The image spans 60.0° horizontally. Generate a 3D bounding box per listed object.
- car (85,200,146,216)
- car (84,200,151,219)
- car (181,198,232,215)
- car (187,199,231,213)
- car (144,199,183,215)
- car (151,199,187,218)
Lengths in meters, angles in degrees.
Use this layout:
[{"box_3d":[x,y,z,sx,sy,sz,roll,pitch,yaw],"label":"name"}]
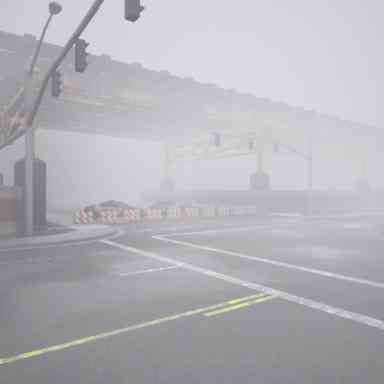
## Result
[{"box_3d":[-6.309,1.295,27.578,4.536,1.218,1.853,0,0,8],"label":"car"},{"box_3d":[-6.257,1.453,27.571,4.974,1.542,2.038,0,0,8],"label":"car"},{"box_3d":[1.400,1.453,34.013,4.974,1.542,2.038,0,0,-7],"label":"car"},{"box_3d":[1.349,1.295,34.006,4.536,1.218,1.853,0,0,-7],"label":"car"},{"box_3d":[-2.496,1.295,30.304,1.853,1.218,4.536,0,0,18],"label":"car"},{"box_3d":[-2.511,1.453,30.255,2.038,1.542,4.974,0,0,18],"label":"car"}]
